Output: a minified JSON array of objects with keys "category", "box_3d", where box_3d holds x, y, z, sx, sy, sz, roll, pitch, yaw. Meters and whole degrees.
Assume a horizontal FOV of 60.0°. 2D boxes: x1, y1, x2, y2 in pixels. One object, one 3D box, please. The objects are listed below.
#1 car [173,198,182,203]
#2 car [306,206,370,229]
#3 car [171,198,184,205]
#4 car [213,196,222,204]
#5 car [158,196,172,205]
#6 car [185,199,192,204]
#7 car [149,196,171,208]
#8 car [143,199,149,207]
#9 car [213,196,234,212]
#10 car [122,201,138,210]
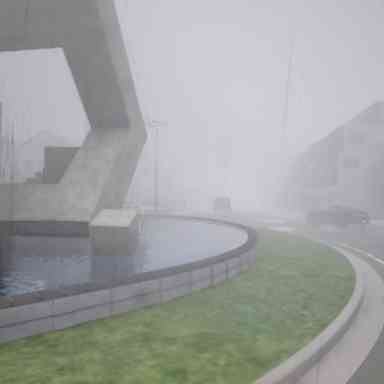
[{"category":"car","box_3d":[-4.153,2.392,95.530,1.895,1.301,4.718,0,-1,9]},{"category":"car","box_3d":[10.444,1.779,24.236,2.128,1.511,4.902,1,-1,-22]},{"category":"car","box_3d":[-3.568,2.228,76.288,1.882,1.535,5.008,0,-1,9]},{"category":"car","box_3d":[7.115,2.181,93.138,2.150,2.045,5.566,0,-1,9]},{"category":"car","box_3d":[-6.448,2.007,80.585,2.150,2.045,5.566,0,-1,9]},{"category":"car","box_3d":[-1.250,2.495,91.379,1.895,1.301,4.718,0,-1,9]},{"category":"car","box_3d":[-5.901,1.945,61.574,2.097,1.767,4.553,0,-1,10]},{"category":"car","box_3d":[-8.532,2.130,67.030,2.128,1.511,4.902,0,-1,9]},{"category":"car","box_3d":[4.141,1.697,45.634,2.150,2.045,5.566,0,-1,3]},{"category":"car","box_3d":[-9.476,1.966,47.779,1.812,1.442,4.674,0,0,21]}]
